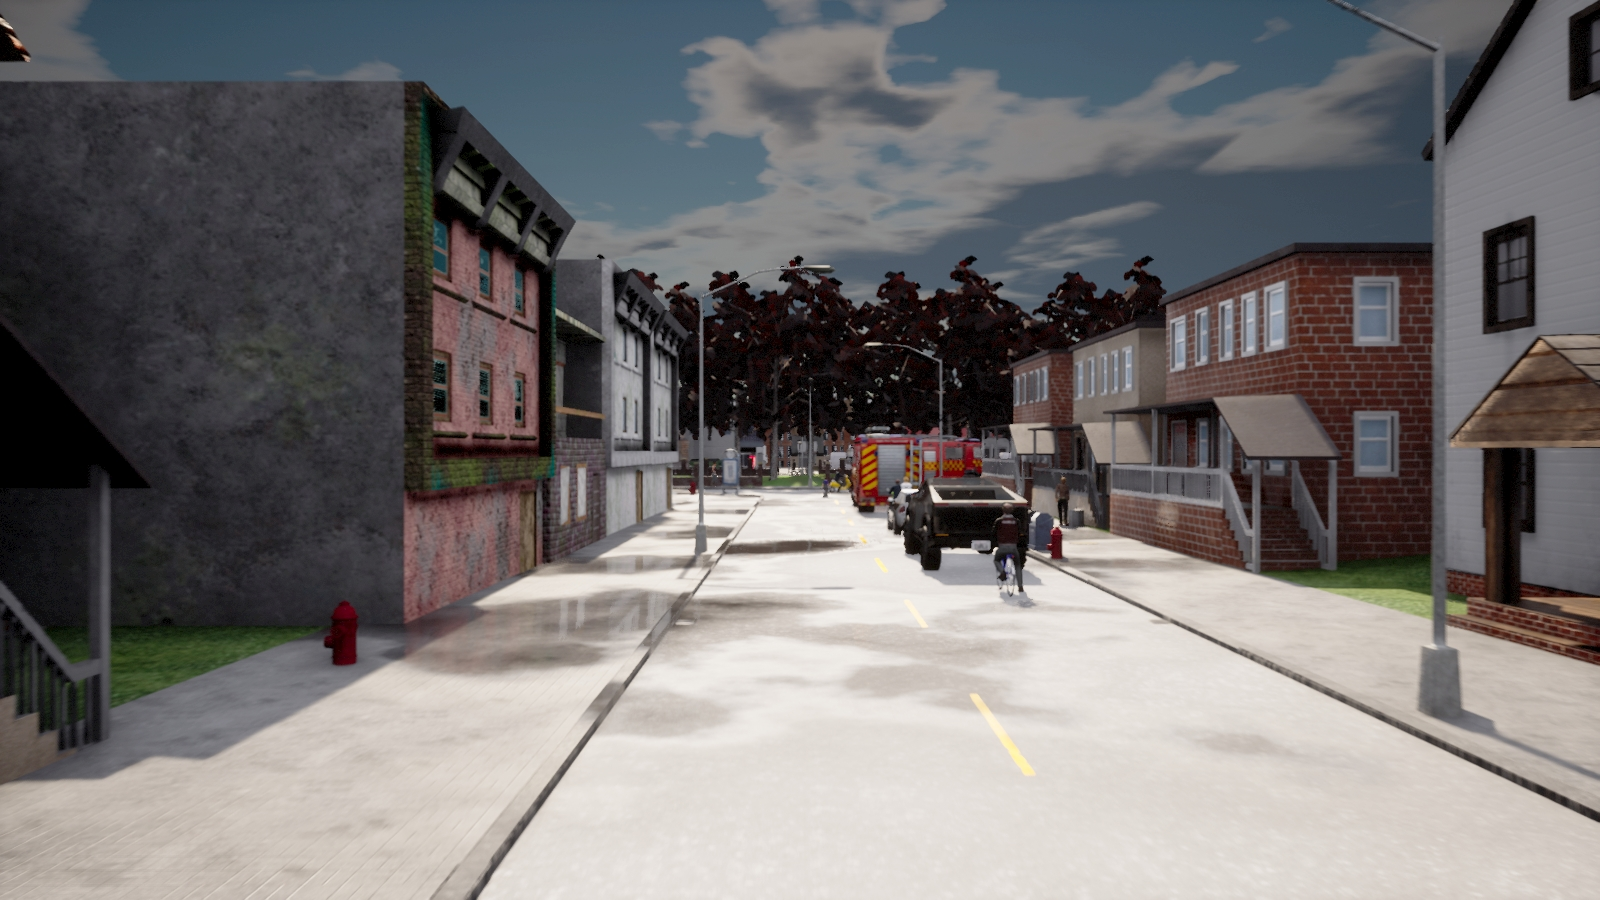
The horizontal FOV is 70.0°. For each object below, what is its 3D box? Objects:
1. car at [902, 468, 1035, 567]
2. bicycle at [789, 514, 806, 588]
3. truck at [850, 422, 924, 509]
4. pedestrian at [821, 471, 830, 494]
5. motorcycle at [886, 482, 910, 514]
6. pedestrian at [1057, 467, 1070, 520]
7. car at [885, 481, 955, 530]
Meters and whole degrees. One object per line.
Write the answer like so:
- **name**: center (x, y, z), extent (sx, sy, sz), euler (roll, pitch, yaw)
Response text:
- **car**: center (4.001, 1.534, 28.364), extent (2.390, 2.098, 6.274), euler (0, 0, 0)
- **bicycle**: center (-0.046, 1.940, 22.318), extent (0.329, 1.271, 1.835), euler (0, 0, 0)
- **truck**: center (3.997, 0.672, 54.422), extent (2.891, 3.827, 8.468), euler (0, 0, 0)
- **pedestrian**: center (1.499, 1.910, 67.415), extent (0.375, 1.300, 0.375), euler (0, 0, 43)
- **motorcycle**: center (4.004, 1.963, 46.877), extent (0.856, 1.236, 1.805), euler (0, 0, 0)
- **pedestrian**: center (9.275, 1.525, 40.242), extent (0.375, 1.860, 0.375), euler (0, 0, 2)
- **car**: center (4.003, 1.845, 38.759), extent (1.970, 1.475, 3.806), euler (0, 0, 0)
